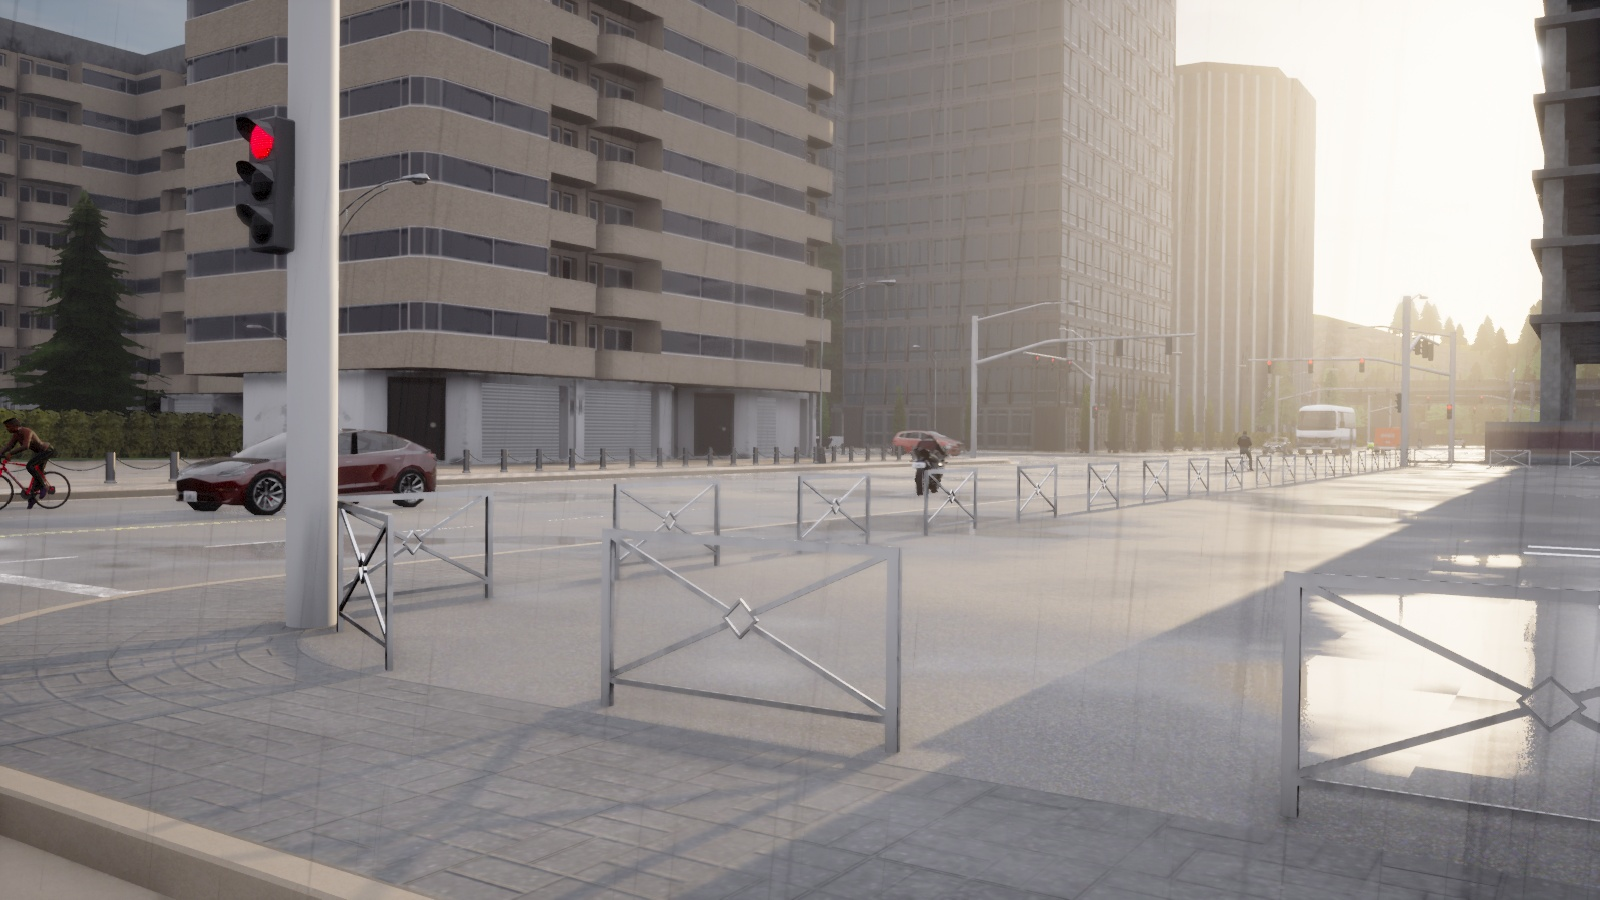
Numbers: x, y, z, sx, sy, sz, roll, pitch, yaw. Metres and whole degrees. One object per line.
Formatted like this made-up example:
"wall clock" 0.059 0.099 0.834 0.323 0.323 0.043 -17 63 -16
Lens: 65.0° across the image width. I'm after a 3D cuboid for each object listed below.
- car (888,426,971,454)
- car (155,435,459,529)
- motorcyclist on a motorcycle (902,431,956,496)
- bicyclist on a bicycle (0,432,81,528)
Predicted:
"car" 8.150 -0.632 79.102 4.611 1.667 2.242 0 1 32
"car" -8.837 0.497 22.939 2.163 1.488 4.792 0 1 33
"motorcyclist on a motorcycle" 3.202 0.314 30.984 0.866 1.530 2.191 0 1 19
"bicyclist on a bicycle" -13.599 0.507 21.982 0.582 1.620 1.656 0 1 33
